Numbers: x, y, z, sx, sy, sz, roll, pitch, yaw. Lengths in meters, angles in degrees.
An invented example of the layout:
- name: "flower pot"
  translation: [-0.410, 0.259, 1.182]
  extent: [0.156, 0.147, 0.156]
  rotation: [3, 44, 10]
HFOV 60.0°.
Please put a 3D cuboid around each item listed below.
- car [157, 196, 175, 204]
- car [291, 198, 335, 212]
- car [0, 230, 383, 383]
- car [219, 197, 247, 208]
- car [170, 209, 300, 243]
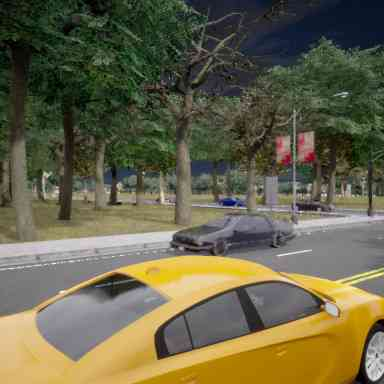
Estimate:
- name: "car"
  translation: [-4.727, 1.456, 62.736]
  extent: [2.128, 1.511, 4.902]
  rotation: [0, 0, -35]
- name: "car"
  translation: [13.438, 1.494, 37.190]
  extent: [1.837, 1.490, 4.892]
  rotation: [0, 0, -36]
- name: "car"
  translation: [0.302, 1.478, 3.659]
  extent: [5.008, 1.535, 1.882]
  rotation: [0, 0, -36]
- name: "car"
  translation: [5.902, 1.452, 47.747]
  extent: [1.882, 1.535, 5.008]
  rotation: [0, 0, -36]
- name: "car"
  translation: [1.807, 1.549, 12.966]
  extent: [5.357, 1.411, 2.033]
  rotation: [0, 0, -36]
